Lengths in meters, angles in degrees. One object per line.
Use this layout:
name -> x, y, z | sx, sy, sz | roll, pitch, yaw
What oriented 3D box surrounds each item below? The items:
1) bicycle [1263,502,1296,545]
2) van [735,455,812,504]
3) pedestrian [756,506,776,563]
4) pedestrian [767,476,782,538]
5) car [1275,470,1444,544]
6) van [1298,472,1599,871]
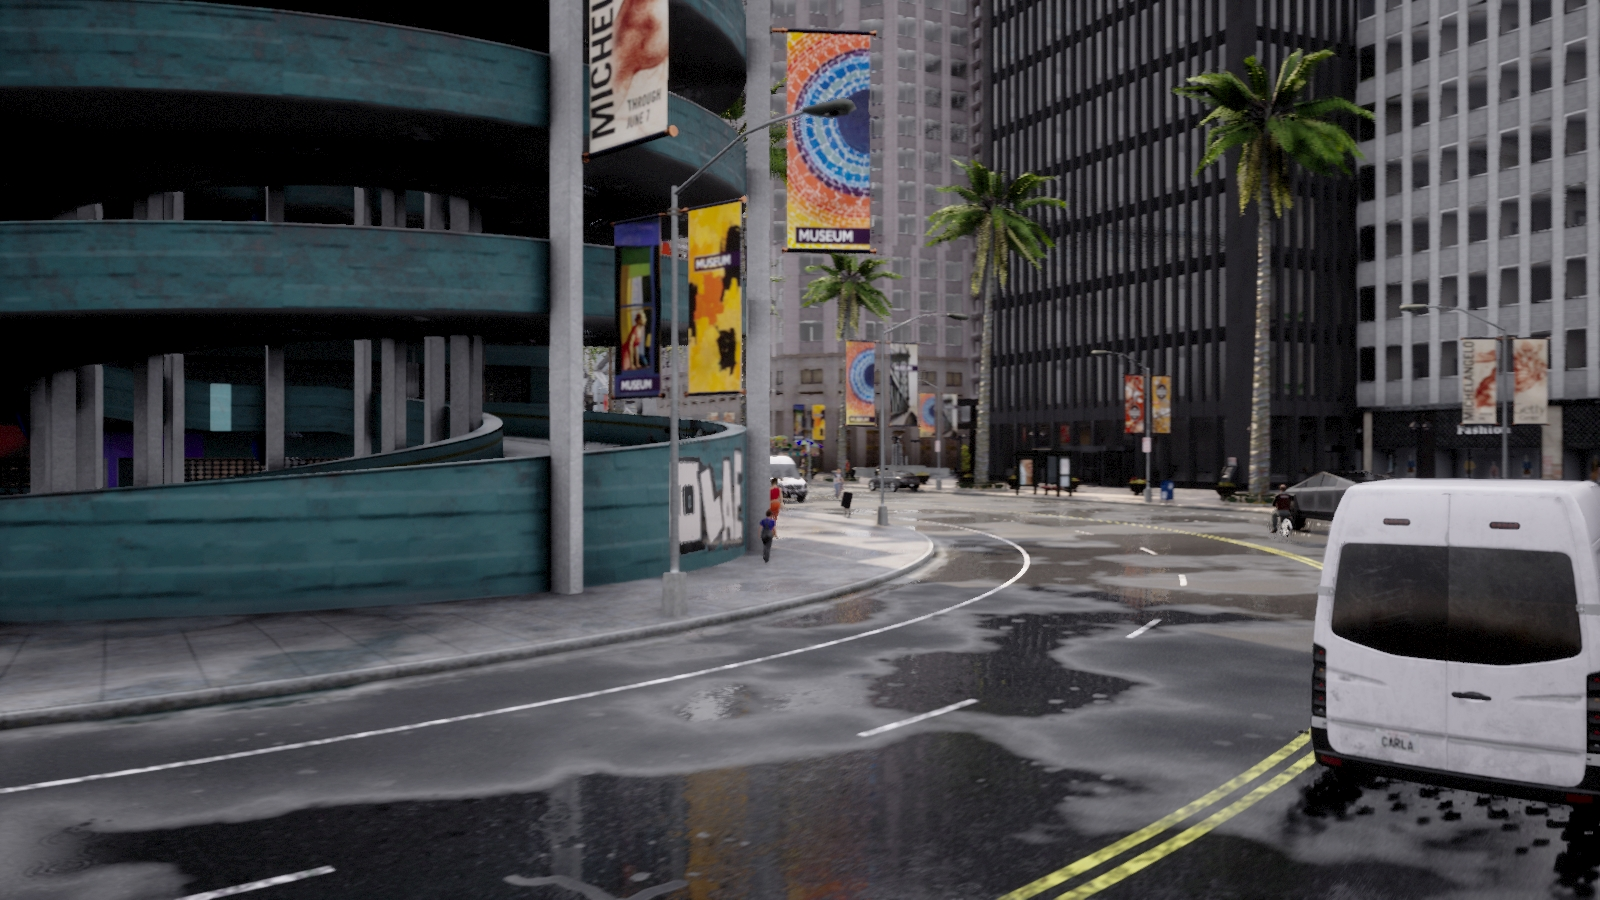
bicycle -> 14.640, 2.228, 34.920 | 0.329, 1.171, 1.835 | 0, 0, 3
van -> -1.549, 1.578, 63.551 | 1.988, 2.561, 5.915 | 0, 0, -25
pedestrian -> -0.796, 1.995, 27.003 | 0.375, 1.300, 0.375 | 0, 0, 15
pedestrian -> -0.777, 1.720, 34.519 | 0.375, 1.860, 0.375 | 0, 0, -14
car -> 18.145, 1.771, 37.548 | 2.390, 2.098, 6.274 | 0, 0, -1
van -> 6.437, 1.539, 10.555 | 1.988, 2.561, 5.915 | 0, 0, 38
